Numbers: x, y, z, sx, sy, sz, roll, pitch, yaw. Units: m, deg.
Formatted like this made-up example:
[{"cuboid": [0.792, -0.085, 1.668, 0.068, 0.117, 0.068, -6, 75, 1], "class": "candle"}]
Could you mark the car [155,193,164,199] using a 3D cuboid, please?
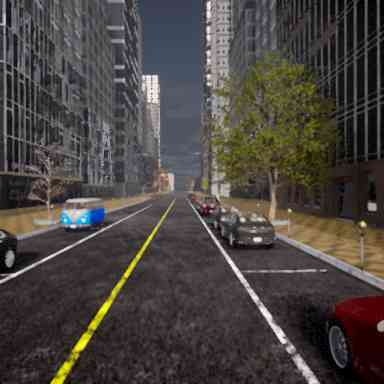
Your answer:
[{"cuboid": [-8.525, 1.005, 87.800, 1.887, 1.381, 4.507, 0, 0, -2], "class": "car"}]

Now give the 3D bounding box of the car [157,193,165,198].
[{"cuboid": [-8.711, 0.983, 93.489, 1.947, 1.339, 4.313, 0, 0, -2], "class": "car"}]

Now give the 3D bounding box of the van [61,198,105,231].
[{"cuboid": [-6.292, 1.267, 19.524, 1.690, 1.788, 3.998, 0, 0, -2], "class": "van"}]

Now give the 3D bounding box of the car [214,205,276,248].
[{"cuboid": [2.271, 1.464, 14.106, 2.008, 1.369, 4.403, 0, 0, -2], "class": "car"}]

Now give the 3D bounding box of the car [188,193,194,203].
[{"cuboid": [0.782, 1.169, 59.620, 1.887, 1.381, 4.507, 0, 0, -2], "class": "car"}]

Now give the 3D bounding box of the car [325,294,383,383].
[{"cuboid": [2.643, 1.554, 2.727, 1.802, 1.307, 4.206, 0, 0, -2], "class": "car"}]

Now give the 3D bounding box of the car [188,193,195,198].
[{"cuboid": [-0.148, 0.981, 88.066, 1.947, 1.339, 4.313, 0, 0, -2], "class": "car"}]

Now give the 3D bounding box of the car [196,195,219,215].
[{"cuboid": [1.712, 1.250, 31.173, 1.967, 1.590, 4.097, 0, 0, -2], "class": "car"}]

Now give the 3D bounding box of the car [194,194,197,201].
[{"cuboid": [1.526, 1.214, 36.862, 1.967, 1.590, 4.097, 0, 0, -2], "class": "car"}]

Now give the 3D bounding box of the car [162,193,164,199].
[{"cuboid": [-8.152, 1.128, 76.422, 1.802, 1.307, 4.206, 0, 0, -2], "class": "car"}]

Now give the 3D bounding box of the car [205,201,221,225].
[{"cuboid": [2.085, 1.431, 19.795, 2.008, 1.369, 4.403, 0, 0, -2], "class": "car"}]

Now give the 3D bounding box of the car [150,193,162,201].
[{"cuboid": [-7.966, 1.133, 70.731, 1.887, 1.381, 4.507, 0, 0, -2], "class": "car"}]

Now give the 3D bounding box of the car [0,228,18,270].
[{"cuboid": [-5.919, 1.540, 8.146, 2.008, 1.369, 4.403, 0, 0, -2], "class": "car"}]

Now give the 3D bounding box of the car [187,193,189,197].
[{"cuboid": [0.224, 1.066, 76.688, 1.947, 1.339, 4.313, 0, 0, -2], "class": "car"}]
